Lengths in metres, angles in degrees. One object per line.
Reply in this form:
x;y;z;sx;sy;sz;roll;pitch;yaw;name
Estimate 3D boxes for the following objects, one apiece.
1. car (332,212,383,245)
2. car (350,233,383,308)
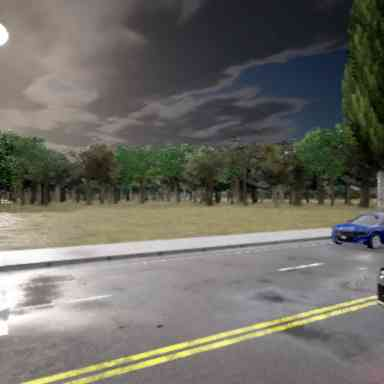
8.782;1.724;15.791;5.008;1.535;1.882;0;-1;-30;car
5.506;1.586;6.186;4.902;1.511;2.128;0;-1;-30;car
